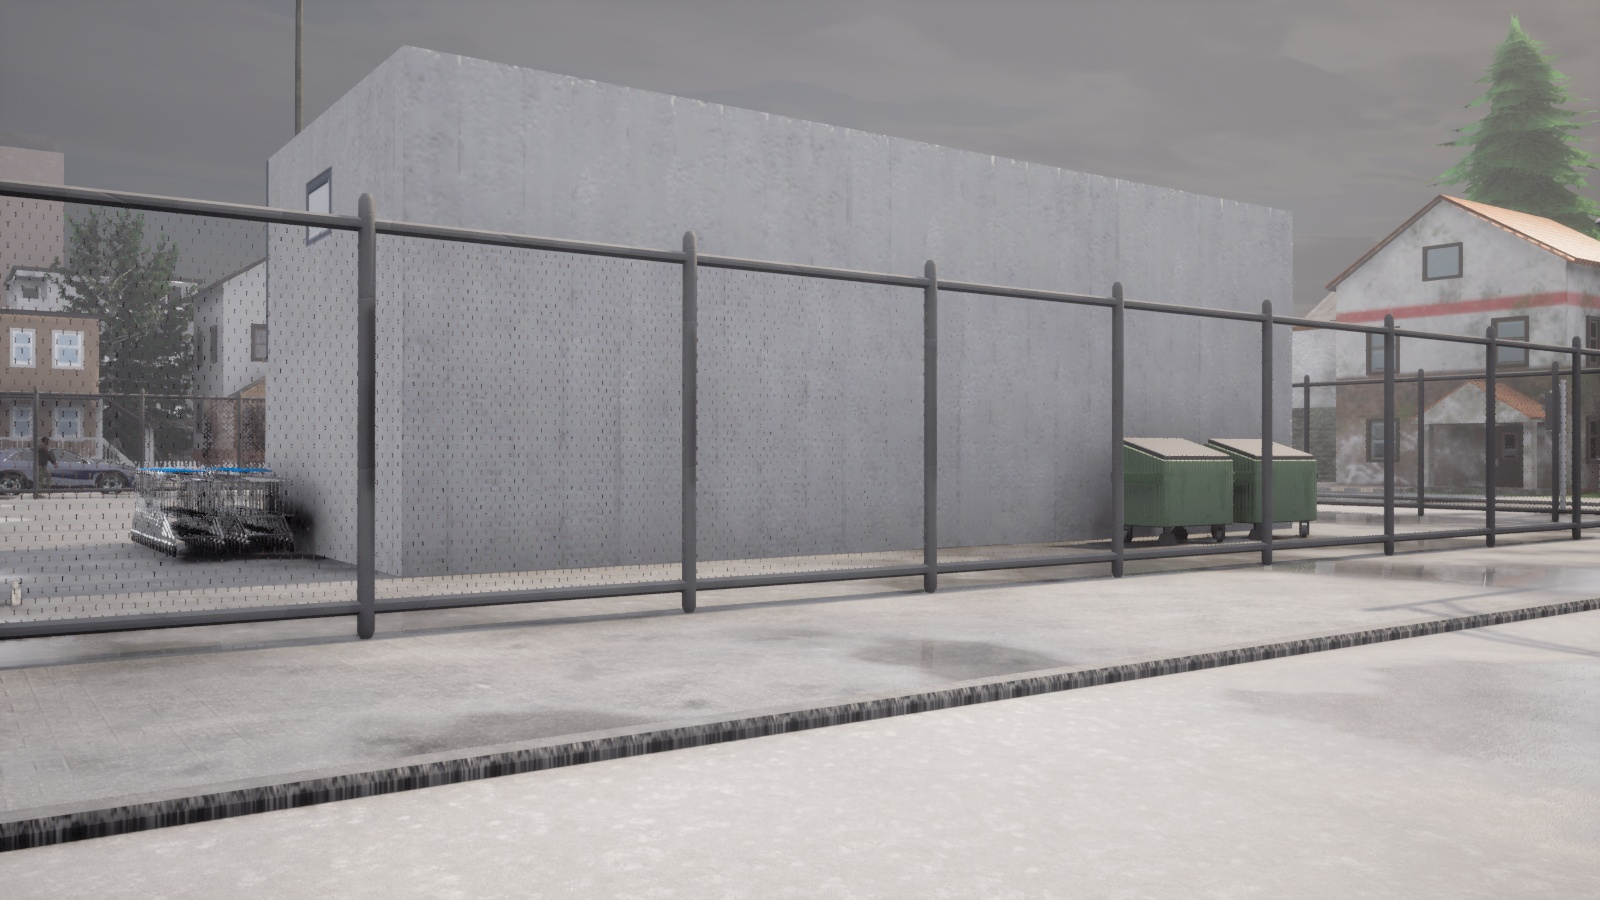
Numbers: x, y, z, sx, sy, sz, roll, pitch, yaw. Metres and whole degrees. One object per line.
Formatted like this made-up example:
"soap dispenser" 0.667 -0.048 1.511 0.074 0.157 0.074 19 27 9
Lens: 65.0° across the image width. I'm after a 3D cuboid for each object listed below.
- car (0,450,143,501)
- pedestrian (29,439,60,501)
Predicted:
"car" -24.908 0.831 42.177 4.856 1.649 2.033 0 0 -34
"pedestrian" -22.641 0.595 37.633 0.431 1.840 0.703 0 0 37
